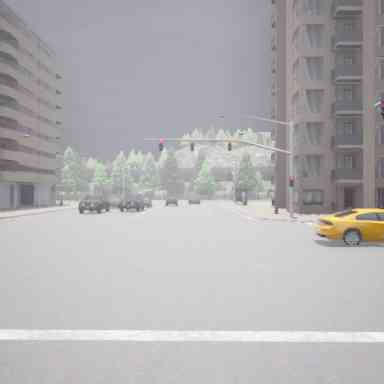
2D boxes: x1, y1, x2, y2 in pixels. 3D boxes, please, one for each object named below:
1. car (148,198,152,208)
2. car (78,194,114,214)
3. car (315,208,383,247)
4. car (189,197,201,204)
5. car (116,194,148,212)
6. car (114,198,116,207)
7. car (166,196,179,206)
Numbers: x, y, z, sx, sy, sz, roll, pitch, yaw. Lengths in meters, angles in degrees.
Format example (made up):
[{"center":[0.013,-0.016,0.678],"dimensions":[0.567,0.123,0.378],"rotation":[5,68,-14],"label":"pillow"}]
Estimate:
[{"center":[-6.974,1.526,48.947],"dimensions":[1.812,1.442,4.674],"rotation":[0,0,0],"label":"car"},{"center":[-10.517,1.221,36.213],"dimensions":[2.150,2.045,5.566],"rotation":[0,0,0],"label":"car"},{"center":[7.980,1.477,14.457],"dimensions":[5.008,1.535,1.882],"rotation":[0,0,1],"label":"car"},{"center":[0.476,1.564,61.497],"dimensions":[1.994,1.385,4.181],"rotation":[0,0,5],"label":"car"},{"center":[-7.009,1.221,39.418],"dimensions":[2.150,2.045,5.566],"rotation":[0,0,0],"label":"car"},{"center":[-10.489,1.526,45.817],"dimensions":[1.812,1.442,4.674],"rotation":[0,0,0],"label":"car"},{"center":[-3.286,1.505,54.671],"dimensions":[1.837,1.490,4.892],"rotation":[0,0,0],"label":"car"}]
